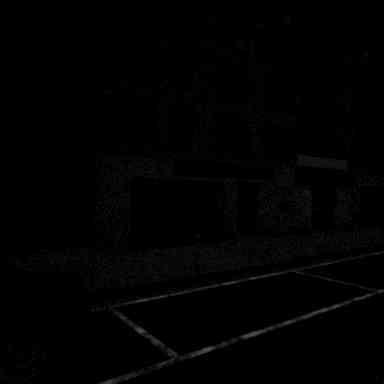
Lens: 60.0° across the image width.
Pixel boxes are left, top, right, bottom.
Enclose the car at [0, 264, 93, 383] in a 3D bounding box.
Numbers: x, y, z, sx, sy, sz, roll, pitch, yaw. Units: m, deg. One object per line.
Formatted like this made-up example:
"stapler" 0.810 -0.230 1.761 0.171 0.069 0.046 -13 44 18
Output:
"car" -3.452 1.538 3.727 4.507 1.381 1.887 1 0 -36
